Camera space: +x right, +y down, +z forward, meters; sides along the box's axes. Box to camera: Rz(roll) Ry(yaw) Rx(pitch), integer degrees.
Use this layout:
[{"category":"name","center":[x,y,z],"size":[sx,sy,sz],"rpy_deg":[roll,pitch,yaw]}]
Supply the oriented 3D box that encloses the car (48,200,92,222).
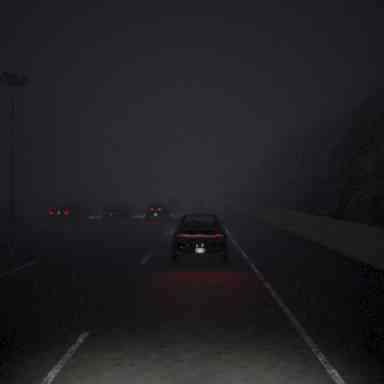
[{"category":"car","center":[-9.945,1.617,27.448],"size":[2.033,1.411,5.357],"rpy_deg":[0,0,1]}]

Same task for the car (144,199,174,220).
[{"category":"car","center":[-2.911,1.619,29.343],"size":[1.837,1.490,4.892],"rpy_deg":[0,-1,1]}]

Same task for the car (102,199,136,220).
[{"category":"car","center":[-6.423,1.622,28.852],"size":[1.812,1.442,4.674],"rpy_deg":[0,0,1]}]

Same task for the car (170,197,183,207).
[{"category":"car","center":[-2.538,1.562,49.919],"size":[2.097,1.767,4.553],"rpy_deg":[0,0,1]}]

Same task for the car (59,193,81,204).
[{"category":"car","center":[-23.381,1.263,63.983],"size":[2.150,2.045,5.566],"rpy_deg":[0,0,1]}]

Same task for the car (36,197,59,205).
[{"category":"car","center":[-26.925,1.653,62.093],"size":[2.128,1.511,4.902],"rpy_deg":[0,0,1]}]

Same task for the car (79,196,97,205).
[{"category":"car","center":[-19.883,1.599,63.944],"size":[1.837,1.490,4.892],"rpy_deg":[0,0,1]}]

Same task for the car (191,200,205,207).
[{"category":"car","center":[0.927,1.785,47.872],"size":[1.994,1.385,4.181],"rpy_deg":[0,0,1]}]

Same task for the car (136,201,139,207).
[{"category":"car","center":[-9.507,1.729,51.538],"size":[2.033,1.411,5.357],"rpy_deg":[0,0,1]}]

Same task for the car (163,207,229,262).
[{"category":"car","center":[0.285,1.550,12.422],"size":[2.128,1.511,4.902],"rpy_deg":[0,0,1]}]

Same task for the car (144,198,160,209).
[{"category":"car","center":[-6.022,1.722,50.823],"size":[1.812,1.442,4.674],"rpy_deg":[0,0,1]}]
